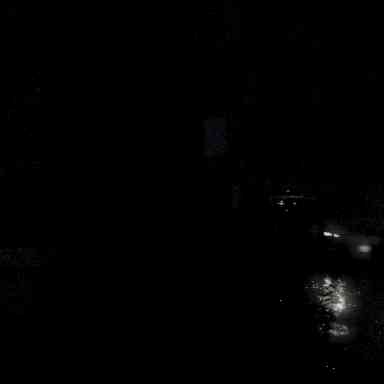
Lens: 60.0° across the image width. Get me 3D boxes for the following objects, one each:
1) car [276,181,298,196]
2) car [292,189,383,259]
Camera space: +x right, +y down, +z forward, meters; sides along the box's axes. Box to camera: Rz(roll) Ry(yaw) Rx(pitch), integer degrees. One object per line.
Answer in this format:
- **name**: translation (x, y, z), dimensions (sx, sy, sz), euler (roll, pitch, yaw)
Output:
- **car**: translation (9.688, -0.382, 34.131), dimensions (1.994, 1.385, 4.181), euler (-1, 3, 12)
- **car**: translation (4.364, 0.876, 9.810), dimensions (2.128, 1.511, 4.902), euler (-1, 3, 13)
